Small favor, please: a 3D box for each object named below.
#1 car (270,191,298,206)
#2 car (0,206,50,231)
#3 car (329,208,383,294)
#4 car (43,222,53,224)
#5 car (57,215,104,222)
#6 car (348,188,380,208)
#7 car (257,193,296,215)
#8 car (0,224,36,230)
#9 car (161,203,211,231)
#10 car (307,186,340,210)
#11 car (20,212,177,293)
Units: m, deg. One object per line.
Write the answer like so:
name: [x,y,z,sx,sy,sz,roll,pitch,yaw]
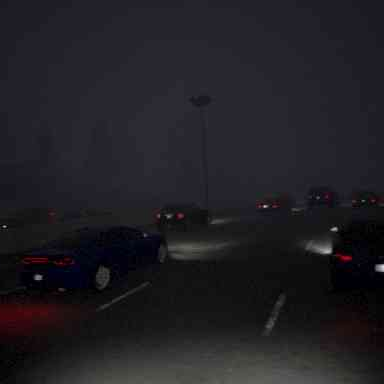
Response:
car: [11.899,0.843,42.969,1.882,1.535,5.008,-5,0,34]
car: [-17.865,2.677,34.539,2.150,2.045,5.566,-4,0,28]
car: [4.312,1.294,7.833,1.994,1.385,4.181,-4,0,24]
car: [-11.807,2.568,30.946,1.994,1.385,4.181,-4,0,28]
car: [-8.951,2.390,28.935,1.895,1.301,4.718,-4,0,28]
car: [14.577,0.644,27.855,2.033,1.411,5.357,-4,0,32]
car: [7.483,1.161,29.607,2.033,1.411,5.357,-4,0,31]
car: [-15.678,2.503,31.189,2.150,2.045,5.566,-4,0,28]
car: [-0.442,1.495,22.236,2.097,1.767,4.553,-4,0,27]
car: [12.302,0.497,31.032,2.150,2.045,5.566,-5,0,32]
car: [-2.487,1.705,9.766,1.882,1.535,5.008,-4,0,24]
